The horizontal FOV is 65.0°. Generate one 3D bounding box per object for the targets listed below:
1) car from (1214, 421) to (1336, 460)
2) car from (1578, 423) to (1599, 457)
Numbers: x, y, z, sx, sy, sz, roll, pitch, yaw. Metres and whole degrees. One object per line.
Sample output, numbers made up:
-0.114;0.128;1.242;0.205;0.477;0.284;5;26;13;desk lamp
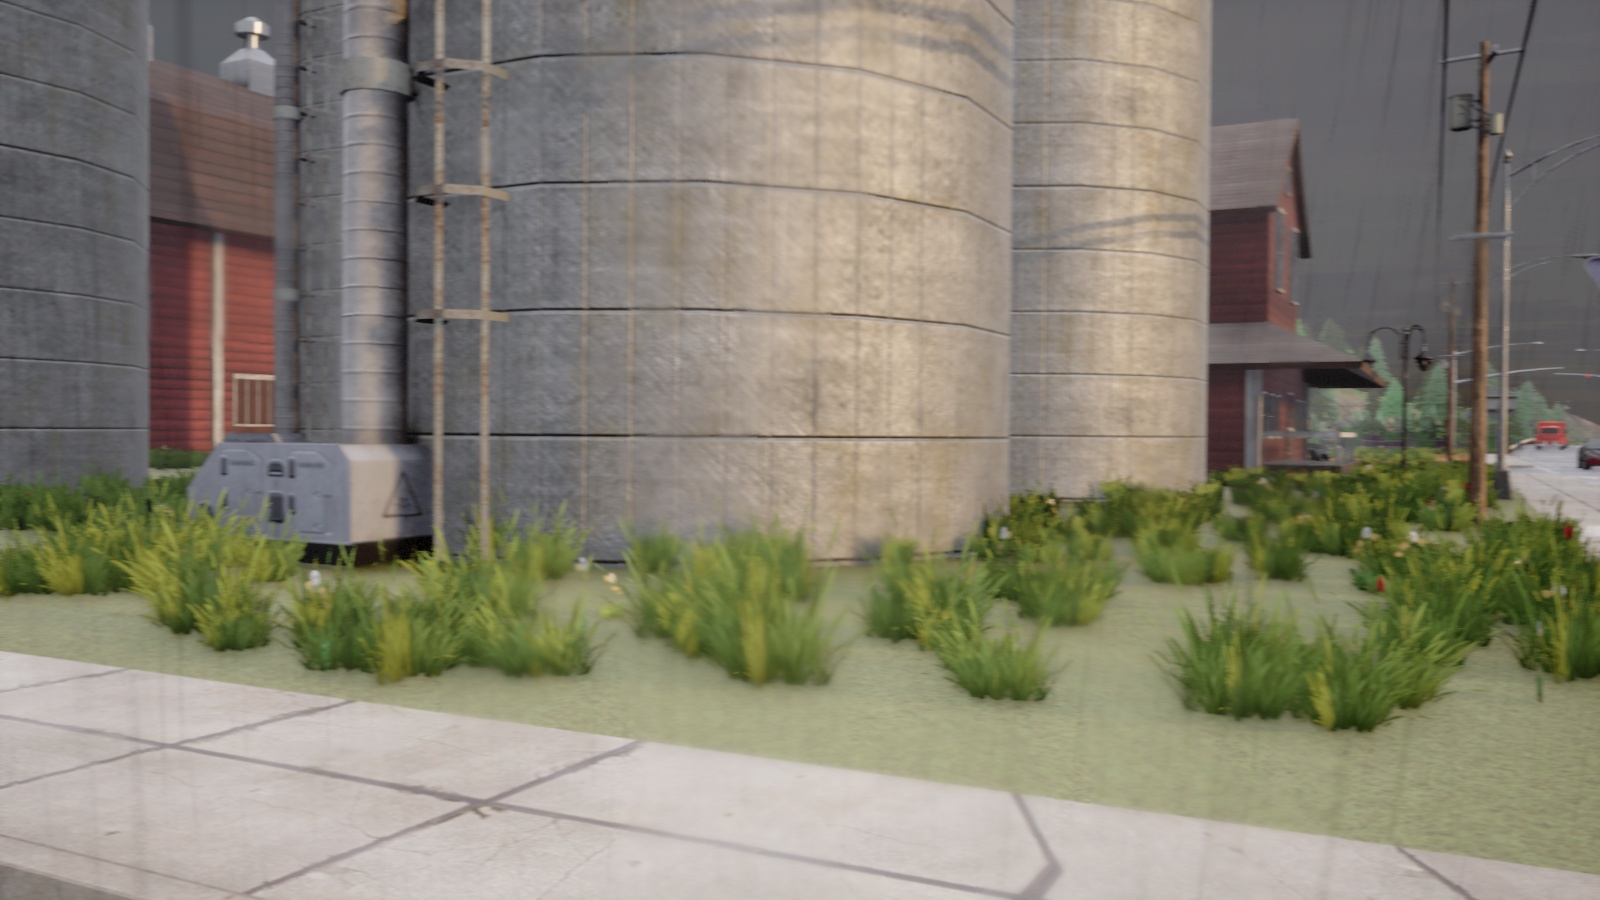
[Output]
20.980;-0.407;55.494;4.856;1.649;2.033;0;1;27;car
36.950;-0.496;57.280;2.163;1.488;4.792;0;1;27;car
